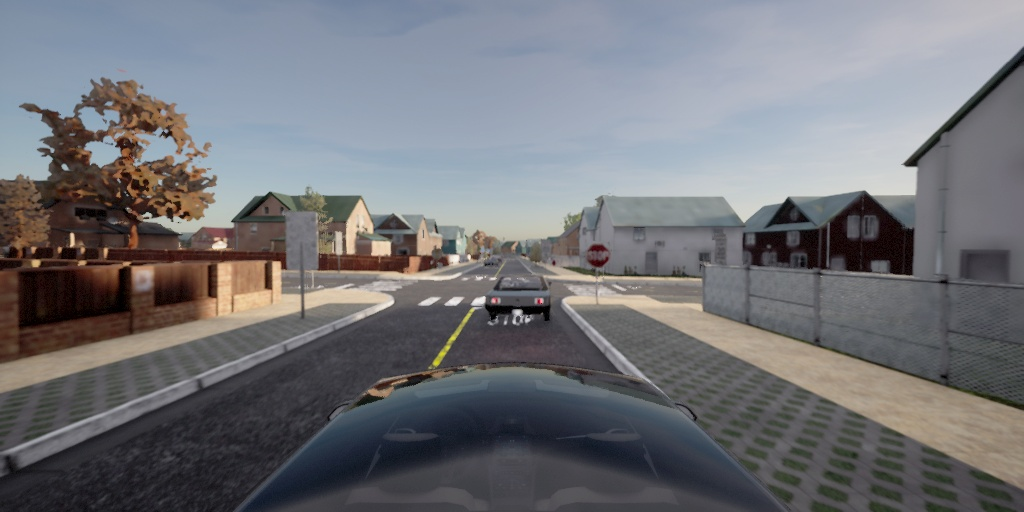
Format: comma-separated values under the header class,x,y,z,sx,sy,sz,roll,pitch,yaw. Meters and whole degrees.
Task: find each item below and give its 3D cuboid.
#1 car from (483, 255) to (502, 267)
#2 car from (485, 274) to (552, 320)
class,x,y,z,sx,sy,sz,roll,pitch,yaw
car,-2.890,0.843,50.650,1.994,1.385,4.181,0,1,0
car,0.402,1.251,12.139,1.895,1.301,4.718,0,1,6
